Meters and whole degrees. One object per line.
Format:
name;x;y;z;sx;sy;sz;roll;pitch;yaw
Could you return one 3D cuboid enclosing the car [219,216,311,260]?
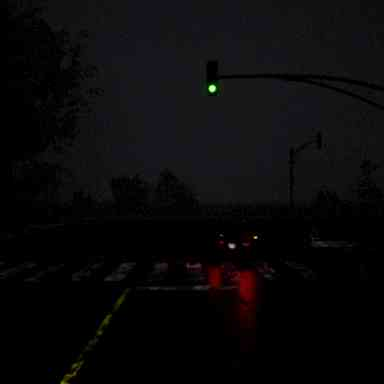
car;2.905;1.652;13.019;1.812;1.442;4.674;-2;-2;42
